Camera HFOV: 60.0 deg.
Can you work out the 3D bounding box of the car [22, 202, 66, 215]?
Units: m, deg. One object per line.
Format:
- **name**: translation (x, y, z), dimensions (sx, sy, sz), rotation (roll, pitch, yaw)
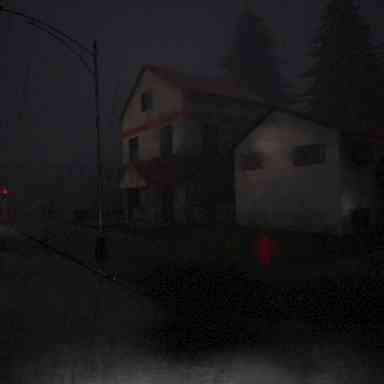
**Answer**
- **car**: translation (-18.404, 2.029, 41.576), dimensions (5.008, 1.535, 1.882), rotation (-2, 0, -40)
